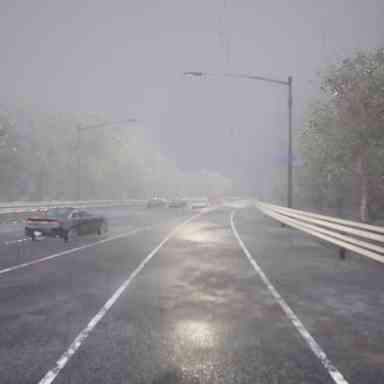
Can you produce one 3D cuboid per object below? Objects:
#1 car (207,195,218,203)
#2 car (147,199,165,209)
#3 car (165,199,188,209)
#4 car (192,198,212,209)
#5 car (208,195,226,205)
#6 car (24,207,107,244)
[{"bbox_3d":[5.575,1.912,87.985,2.150,2.045,5.566,0,-1,12],"label":"car"},{"bbox_3d":[-5.491,1.780,51.780,2.128,1.511,4.902,0,-1,12],"label":"car"},{"bbox_3d":[-2.082,1.848,50.986,2.033,1.411,5.357,0,-1,12],"label":"car"},{"bbox_3d":[1.337,1.913,50.262,1.895,1.301,4.718,0,-1,12],"label":"car"},{"bbox_3d":[5.311,1.864,69.460,2.097,1.767,4.553,0,-1,12],"label":"car"},{"bbox_3d":[-5.748,1.486,15.868,2.128,1.511,4.902,1,0,12],"label":"car"}]
